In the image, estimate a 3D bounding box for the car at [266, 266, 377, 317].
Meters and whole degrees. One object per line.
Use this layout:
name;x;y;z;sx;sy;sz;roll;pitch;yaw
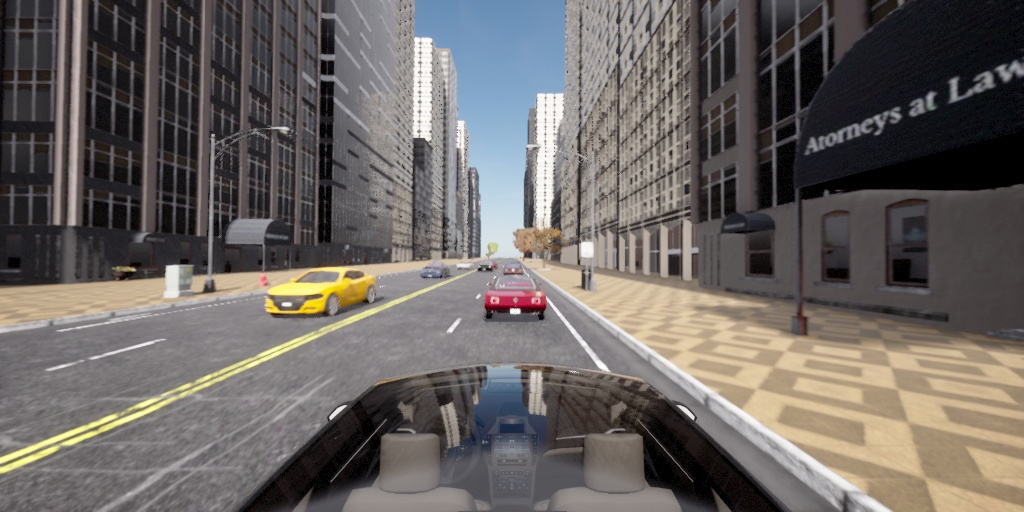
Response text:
car;-6.593;1.152;13.005;1.882;1.535;5.008;0;0;0

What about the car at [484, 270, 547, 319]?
car;0.104;1.333;12.713;1.895;1.301;4.718;0;0;0

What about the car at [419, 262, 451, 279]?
car;-6.589;1.213;31.456;2.033;1.411;5.357;0;0;0

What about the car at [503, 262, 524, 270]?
car;0.106;1.269;33.390;2.033;1.411;5.357;0;0;0

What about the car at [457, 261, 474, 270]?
car;-6.494;1.326;49.831;1.895;1.301;4.718;0;0;0

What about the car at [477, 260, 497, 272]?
car;-3.244;1.290;44.477;1.895;1.301;4.718;0;0;0
